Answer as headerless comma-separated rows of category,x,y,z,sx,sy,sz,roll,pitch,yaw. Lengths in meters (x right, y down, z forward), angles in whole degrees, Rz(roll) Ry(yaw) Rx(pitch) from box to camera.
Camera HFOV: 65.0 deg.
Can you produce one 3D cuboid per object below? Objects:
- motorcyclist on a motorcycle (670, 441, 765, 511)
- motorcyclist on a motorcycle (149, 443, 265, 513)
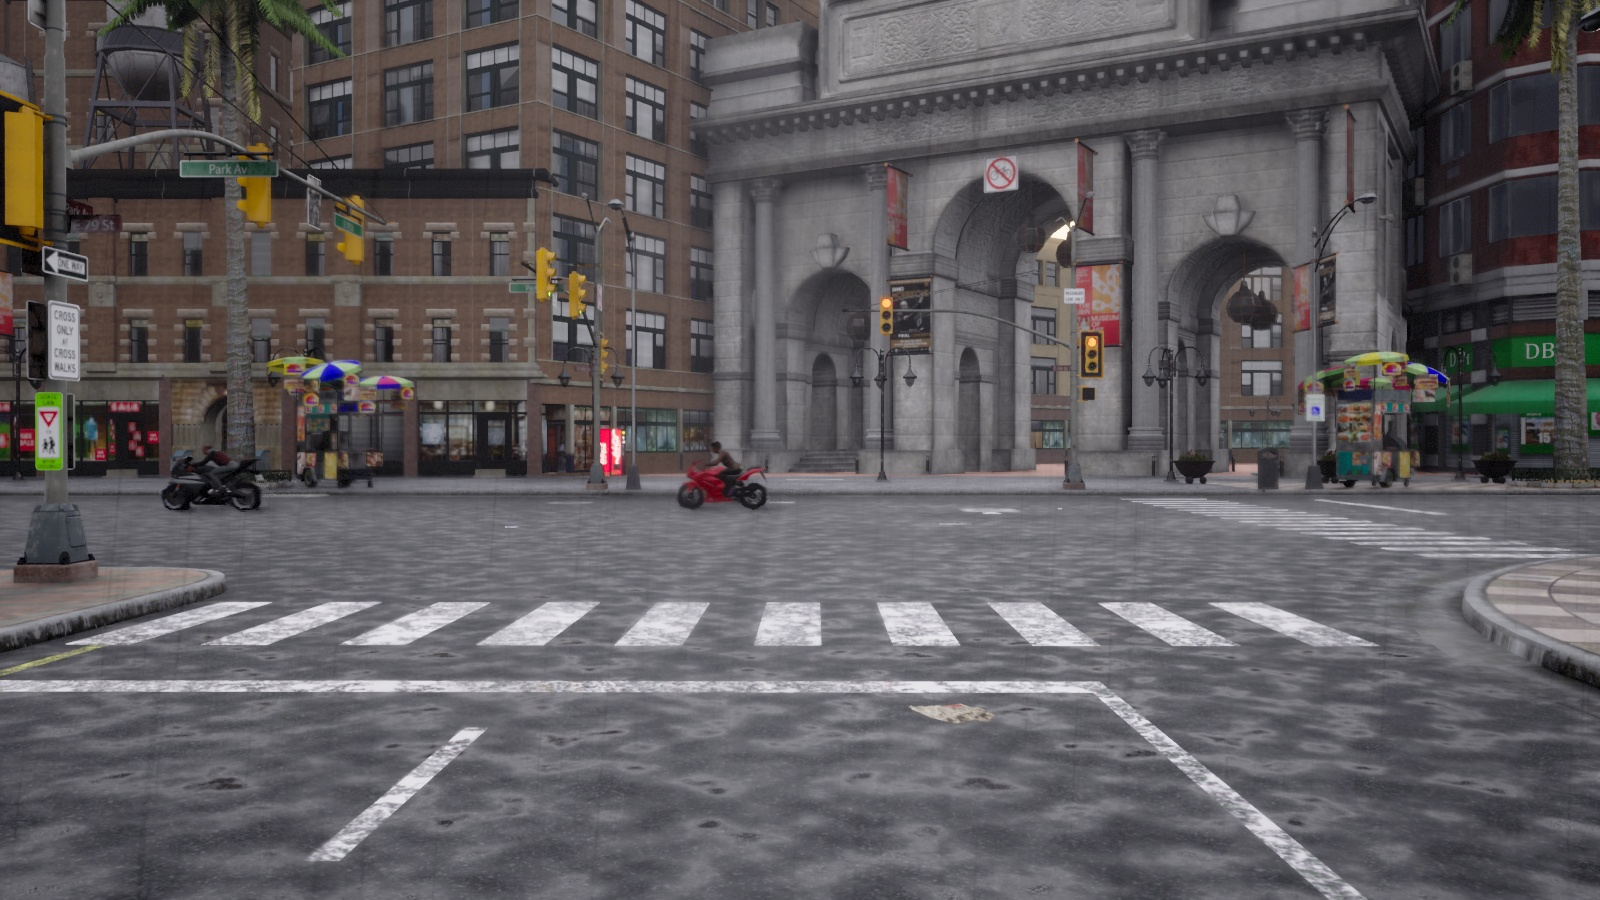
motorcyclist on a motorcycle,-1.807,0.570,27.840,2.044,1.523,0.797,0,0,1
motorcyclist on a motorcycle,-13.206,0.613,28.001,2.191,1.530,0.866,0,0,1
